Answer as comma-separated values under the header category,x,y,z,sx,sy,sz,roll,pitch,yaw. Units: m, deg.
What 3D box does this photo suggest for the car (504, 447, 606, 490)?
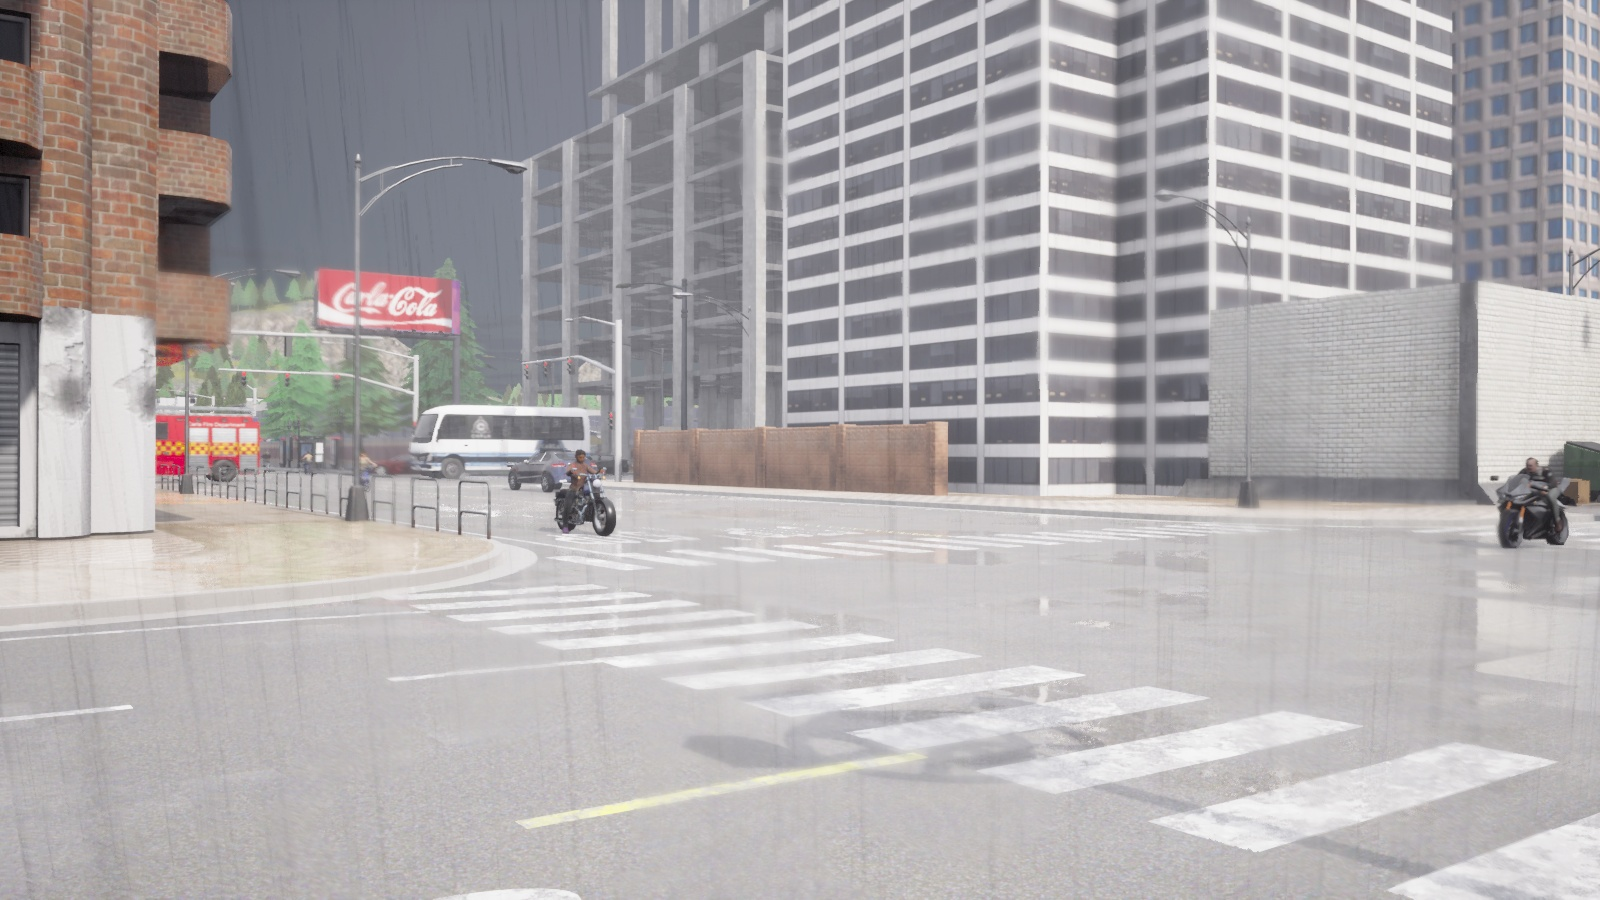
category,x,y,z,sx,sy,sz,roll,pitch,yaw
car,-9.902,0.723,50.491,2.152,1.651,5.027,0,0,-35

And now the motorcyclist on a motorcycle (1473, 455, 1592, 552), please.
category,x,y,z,sx,sy,sz,roll,pitch,yaw
motorcyclist on a motorcycle,12.102,0.850,20.731,2.191,1.530,0.866,0,0,-35

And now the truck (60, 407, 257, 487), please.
category,x,y,z,sx,sy,sz,roll,pitch,yaw
truck,-32.120,-0.142,63.071,8.468,3.827,2.891,0,0,-35

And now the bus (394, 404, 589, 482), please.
category,x,y,z,sx,sy,sz,roll,pitch,yaw
bus,-17.805,-0.360,72.879,10.273,4.253,3.944,0,0,-36

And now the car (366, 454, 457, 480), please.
category,x,y,z,sx,sy,sz,roll,pitch,yaw
car,-23.336,1.012,75.583,5.008,1.535,1.882,0,0,-6

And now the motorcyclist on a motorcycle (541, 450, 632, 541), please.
category,x,y,z,sx,sy,sz,roll,pitch,yaw
motorcyclist on a motorcycle,-4.087,0.818,23.884,0.766,1.649,2.350,0,0,-35

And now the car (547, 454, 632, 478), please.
category,x,y,z,sx,sy,sz,roll,pitch,yaw
car,-13.419,1.003,80.271,5.008,1.535,1.882,0,0,-35
